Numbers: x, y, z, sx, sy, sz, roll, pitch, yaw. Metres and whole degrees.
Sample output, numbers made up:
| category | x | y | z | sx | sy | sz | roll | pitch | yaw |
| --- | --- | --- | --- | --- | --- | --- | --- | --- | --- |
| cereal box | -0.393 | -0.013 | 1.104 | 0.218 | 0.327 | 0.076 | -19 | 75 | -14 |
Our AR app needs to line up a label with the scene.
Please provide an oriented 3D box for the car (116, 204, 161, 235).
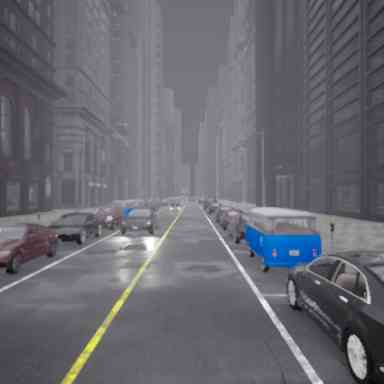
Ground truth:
| category | x | y | z | sx | sy | sz | roll | pitch | yaw |
| --- | --- | --- | --- | --- | --- | --- | --- | --- | --- |
| car | -3.094 | 1.707 | 20.469 | 1.812 | 1.442 | 4.674 | 0 | -1 | 0 |

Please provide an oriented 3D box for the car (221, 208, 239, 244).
| category | x | y | z | sx | sy | sz | roll | pitch | yaw |
| --- | --- | --- | --- | --- | --- | --- | --- | --- | --- |
| car | 2.766 | 1.696 | 16.478 | 2.008 | 1.369 | 4.403 | 0 | -1 | 0 |

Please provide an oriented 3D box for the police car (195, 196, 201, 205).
| category | x | y | z | sx | sy | sz | roll | pitch | yaw |
| --- | --- | --- | --- | --- | --- | --- | --- | --- | --- |
| police car | 2.392 | 2.180 | 79.900 | 1.930 | 1.638 | 5.238 | 0 | -1 | 0 |

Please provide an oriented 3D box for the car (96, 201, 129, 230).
| category | x | y | z | sx | sy | sz | roll | pitch | yaw |
| --- | --- | --- | --- | --- | --- | --- | --- | --- | --- |
| car | -5.757 | 1.636 | 22.102 | 1.967 | 1.590 | 4.097 | 0 | -1 | 0 |

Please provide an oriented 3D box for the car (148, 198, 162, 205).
| category | x | y | z | sx | sy | sz | roll | pitch | yaw |
| --- | --- | --- | --- | --- | --- | --- | --- | --- | --- |
| car | -5.751 | 1.721 | 44.648 | 2.192 | 1.841 | 5.009 | 0 | -1 | 0 |

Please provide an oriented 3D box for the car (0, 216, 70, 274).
| category | x | y | z | sx | sy | sz | roll | pitch | yaw |
| --- | --- | --- | --- | --- | --- | --- | --- | --- | --- |
| car | -5.760 | 1.677 | 10.828 | 1.802 | 1.307 | 4.206 | 0 | 0 | 0 |

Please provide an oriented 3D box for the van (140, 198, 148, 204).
| category | x | y | z | sx | sy | sz | roll | pitch | yaw |
| --- | --- | --- | --- | --- | --- | --- | --- | --- | --- |
| van | -5.754 | 1.641 | 33.375 | 1.690 | 1.788 | 3.998 | 0 | -1 | 0 |

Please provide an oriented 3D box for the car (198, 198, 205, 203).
| category | x | y | z | sx | sy | sz | roll | pitch | yaw |
| --- | --- | --- | --- | --- | --- | --- | --- | --- | --- |
| car | 2.791 | 2.440 | 95.552 | 1.752 | 1.417 | 4.829 | 0 | -1 | 0 |

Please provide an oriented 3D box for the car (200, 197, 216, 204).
| category | x | y | z | sx | sy | sz | roll | pitch | yaw |
| --- | --- | --- | --- | --- | --- | --- | --- | --- | --- |
| car | 2.776 | 1.775 | 50.296 | 2.192 | 1.841 | 5.009 | 0 | -1 | 0 |

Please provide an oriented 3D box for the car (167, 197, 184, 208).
| category | x | y | z | sx | sy | sz | roll | pitch | yaw |
| --- | --- | --- | --- | --- | --- | --- | --- | --- | --- |
| car | -3.021 | 2.070 | 61.030 | 1.837 | 1.490 | 4.892 | 0 | -1 | 1 |

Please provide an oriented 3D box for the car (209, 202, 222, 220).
| category | x | y | z | sx | sy | sz | roll | pitch | yaw |
| --- | --- | --- | --- | --- | --- | --- | --- | --- | --- |
| car | 2.770 | 1.799 | 27.750 | 2.008 | 1.369 | 4.403 | 0 | -1 | 0 |

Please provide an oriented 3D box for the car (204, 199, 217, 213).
| category | x | y | z | sx | sy | sz | roll | pitch | yaw |
| --- | --- | --- | --- | --- | --- | --- | --- | --- | --- |
| car | 2.773 | 1.898 | 39.022 | 1.887 | 1.381 | 4.507 | 0 | -1 | 0 |

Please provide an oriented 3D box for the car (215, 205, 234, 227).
| category | x | y | z | sx | sy | sz | roll | pitch | yaw |
| --- | --- | --- | --- | --- | --- | --- | --- | --- | --- |
| car | 2.768 | 1.778 | 22.114 | 1.802 | 1.307 | 4.206 | 0 | -1 | 0 |

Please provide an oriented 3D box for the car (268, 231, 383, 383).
| category | x | y | z | sx | sy | sz | roll | pitch | yaw |
| --- | --- | --- | --- | --- | --- | --- | --- | --- | --- |
| car | 2.763 | 1.597 | 5.206 | 2.008 | 1.369 | 4.403 | 0 | 0 | 0 |

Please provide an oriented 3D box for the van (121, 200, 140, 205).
| category | x | y | z | sx | sy | sz | roll | pitch | yaw |
| --- | --- | --- | --- | --- | --- | --- | --- | --- | --- |
| van | -5.756 | 1.589 | 27.739 | 1.690 | 1.788 | 3.998 | 0 | -1 | 0 |

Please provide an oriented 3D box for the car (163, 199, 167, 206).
| category | x | y | z | sx | sy | sz | roll | pitch | yaw |
| --- | --- | --- | --- | --- | --- | --- | --- | --- | --- |
| car | -5.743 | 2.171 | 67.191 | 1.887 | 1.381 | 4.507 | 0 | -1 | 0 |

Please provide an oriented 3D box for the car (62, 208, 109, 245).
| category | x | y | z | sx | sy | sz | roll | pitch | yaw |
| --- | --- | --- | --- | --- | --- | --- | --- | --- | --- |
| car | -5.759 | 1.711 | 16.464 | 1.947 | 1.339 | 4.313 | 0 | -1 | 0 |

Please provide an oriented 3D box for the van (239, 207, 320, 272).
| category | x | y | z | sx | sy | sz | roll | pitch | yaw |
| --- | --- | --- | --- | --- | --- | --- | --- | --- | --- |
| van | 2.764 | 1.436 | 10.844 | 1.690 | 1.788 | 3.998 | 0 | -1 | 0 |
